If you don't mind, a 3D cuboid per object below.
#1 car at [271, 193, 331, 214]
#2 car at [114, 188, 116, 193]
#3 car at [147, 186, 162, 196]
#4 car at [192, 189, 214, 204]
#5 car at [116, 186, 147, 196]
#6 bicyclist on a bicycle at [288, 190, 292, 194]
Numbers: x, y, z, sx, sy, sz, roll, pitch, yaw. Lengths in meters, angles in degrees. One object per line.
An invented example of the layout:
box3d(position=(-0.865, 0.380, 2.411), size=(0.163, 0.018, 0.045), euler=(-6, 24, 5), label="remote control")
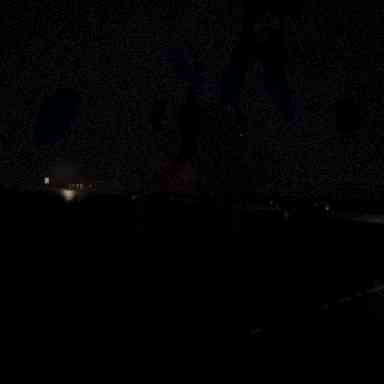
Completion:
box3d(position=(8.603, 0.886, 26.603), size=(2.128, 1.511, 4.902), euler=(0, 2, -36), label="car")
box3d(position=(-12.716, -0.486, 61.315), size=(1.994, 1.385, 4.181), euler=(0, 2, -36), label="car")
box3d(position=(-6.621, -0.220, 52.877), size=(1.882, 1.535, 5.008), euler=(0, 2, -35), label="car")
box3d(position=(1.974, 0.465, 35.876), size=(2.128, 1.511, 4.902), euler=(0, 2, -36), label="car")
box3d(position=(-9.564, -0.189, 52.128), size=(2.033, 1.411, 5.357), euler=(0, 2, -35), label="car")
box3d(position=(10.217, 0.653, 34.638), size=(1.656, 1.620, 0.582), euler=(0, 2, -36), label="bicyclist on a bicycle")
